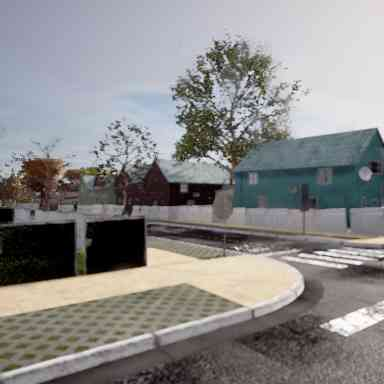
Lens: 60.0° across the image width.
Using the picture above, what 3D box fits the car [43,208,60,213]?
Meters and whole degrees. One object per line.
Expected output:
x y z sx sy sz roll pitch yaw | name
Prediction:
-19.709 2.839 46.325 1.895 1.301 4.718 1 -2 -35 | car
